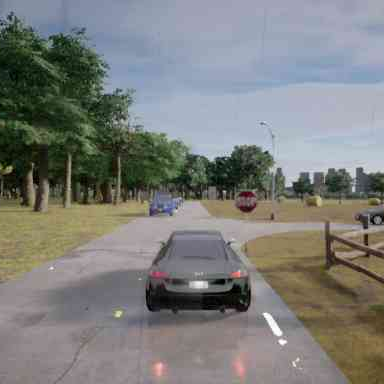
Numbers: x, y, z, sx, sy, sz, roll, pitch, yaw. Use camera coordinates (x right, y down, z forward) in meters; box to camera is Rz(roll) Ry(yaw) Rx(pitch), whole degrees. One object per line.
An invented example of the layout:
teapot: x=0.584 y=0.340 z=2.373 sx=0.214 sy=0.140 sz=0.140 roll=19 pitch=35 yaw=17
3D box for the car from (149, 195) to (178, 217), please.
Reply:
car: x=-2.843 y=1.280 z=32.458 sx=2.150 sy=2.045 sz=5.566 roll=0 pitch=0 yaw=0

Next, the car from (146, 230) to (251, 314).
car: x=0.107 y=1.571 z=7.740 sx=1.994 sy=1.385 sz=4.181 roll=0 pitch=0 yaw=0

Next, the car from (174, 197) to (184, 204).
car: x=-2.744 y=1.756 z=70.762 sx=1.812 sy=1.442 sz=4.674 roll=0 pitch=-1 yaw=0

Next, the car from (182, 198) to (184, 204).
car: x=-2.799 y=1.742 z=57.140 sx=1.812 sy=1.442 sz=4.674 roll=0 pitch=0 yaw=1

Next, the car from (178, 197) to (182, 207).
car: x=-2.834 y=1.680 z=45.592 sx=2.033 sy=1.411 sz=5.357 roll=0 pitch=0 yaw=0

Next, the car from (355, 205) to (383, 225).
car: x=14.353 y=1.597 z=23.992 sx=4.892 sy=1.490 sz=1.837 roll=0 pitch=-2 yaw=0
